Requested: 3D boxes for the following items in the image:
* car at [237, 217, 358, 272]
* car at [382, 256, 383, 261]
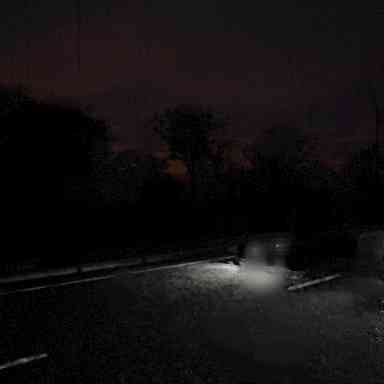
[{"bbox_3d":[3.458,1.513,10.723,4.181,1.385,1.994,0,0,-35],"label":"car"},{"bbox_3d":[7.199,1.538,9.079,4.718,1.301,1.895,0,0,-35],"label":"car"}]
